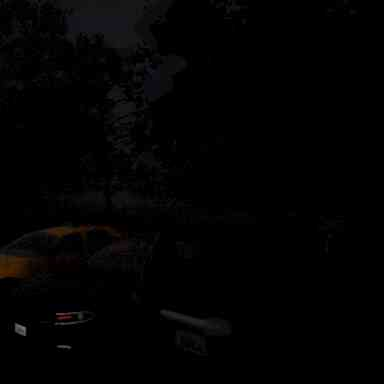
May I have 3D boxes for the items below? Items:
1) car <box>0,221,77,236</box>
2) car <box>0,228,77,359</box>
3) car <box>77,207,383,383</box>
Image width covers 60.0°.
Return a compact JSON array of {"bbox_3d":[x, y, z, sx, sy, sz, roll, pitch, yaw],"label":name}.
[{"bbox_3d":[-3.121,1.482,7.756,1.946,1.575,5.366,0,0,35],"label":"car"},{"bbox_3d":[-0.738,1.491,6.293,2.097,1.535,5.008,0,0,35],"label":"car"},{"bbox_3d":[1.547,1.238,4.695,2.435,2.045,5.566,0,0,35],"label":"car"}]
